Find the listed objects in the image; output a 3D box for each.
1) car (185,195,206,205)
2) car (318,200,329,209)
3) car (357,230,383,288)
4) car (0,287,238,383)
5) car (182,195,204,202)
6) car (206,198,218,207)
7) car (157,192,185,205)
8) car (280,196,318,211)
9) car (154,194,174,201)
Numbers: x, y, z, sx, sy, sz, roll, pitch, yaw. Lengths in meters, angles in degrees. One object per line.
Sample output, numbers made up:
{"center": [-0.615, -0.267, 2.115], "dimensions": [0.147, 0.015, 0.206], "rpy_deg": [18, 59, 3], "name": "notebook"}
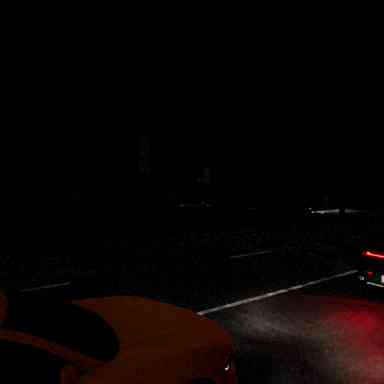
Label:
{"center": [1.409, 1.366, 53.890], "dimensions": [1.895, 1.301, 4.718], "rpy_deg": [-1, 0, -39], "name": "car"}
{"center": [13.499, 1.261, 38.868], "dimensions": [1.837, 1.490, 4.892], "rpy_deg": [-1, 0, -39], "name": "car"}
{"center": [5.848, 1.468, 7.937], "dimensions": [4.892, 1.490, 1.837], "rpy_deg": [0, 0, -36], "name": "car"}
{"center": [-1.857, 1.478, 2.404], "dimensions": [5.008, 1.535, 1.882], "rpy_deg": [0, 0, -36], "name": "car"}
{"center": [0.104, 1.309, 66.988], "dimensions": [1.895, 1.301, 4.718], "rpy_deg": [-1, 0, -39], "name": "car"}
{"center": [4.536, 1.269, 44.417], "dimensions": [1.882, 1.535, 5.008], "rpy_deg": [-1, 0, -39], "name": "car"}
{"center": [-3.813, 1.020, 54.800], "dimensions": [2.150, 2.045, 5.566], "rpy_deg": [-1, 0, -39], "name": "car"}
{"center": [10.686, 1.334, 36.782], "dimensions": [2.033, 1.411, 5.357], "rpy_deg": [-1, 0, -39], "name": "car"}
{"center": [-6.245, 1.239, 74.766], "dimensions": [2.128, 1.511, 4.902], "rpy_deg": [-1, 0, -38], "name": "car"}
